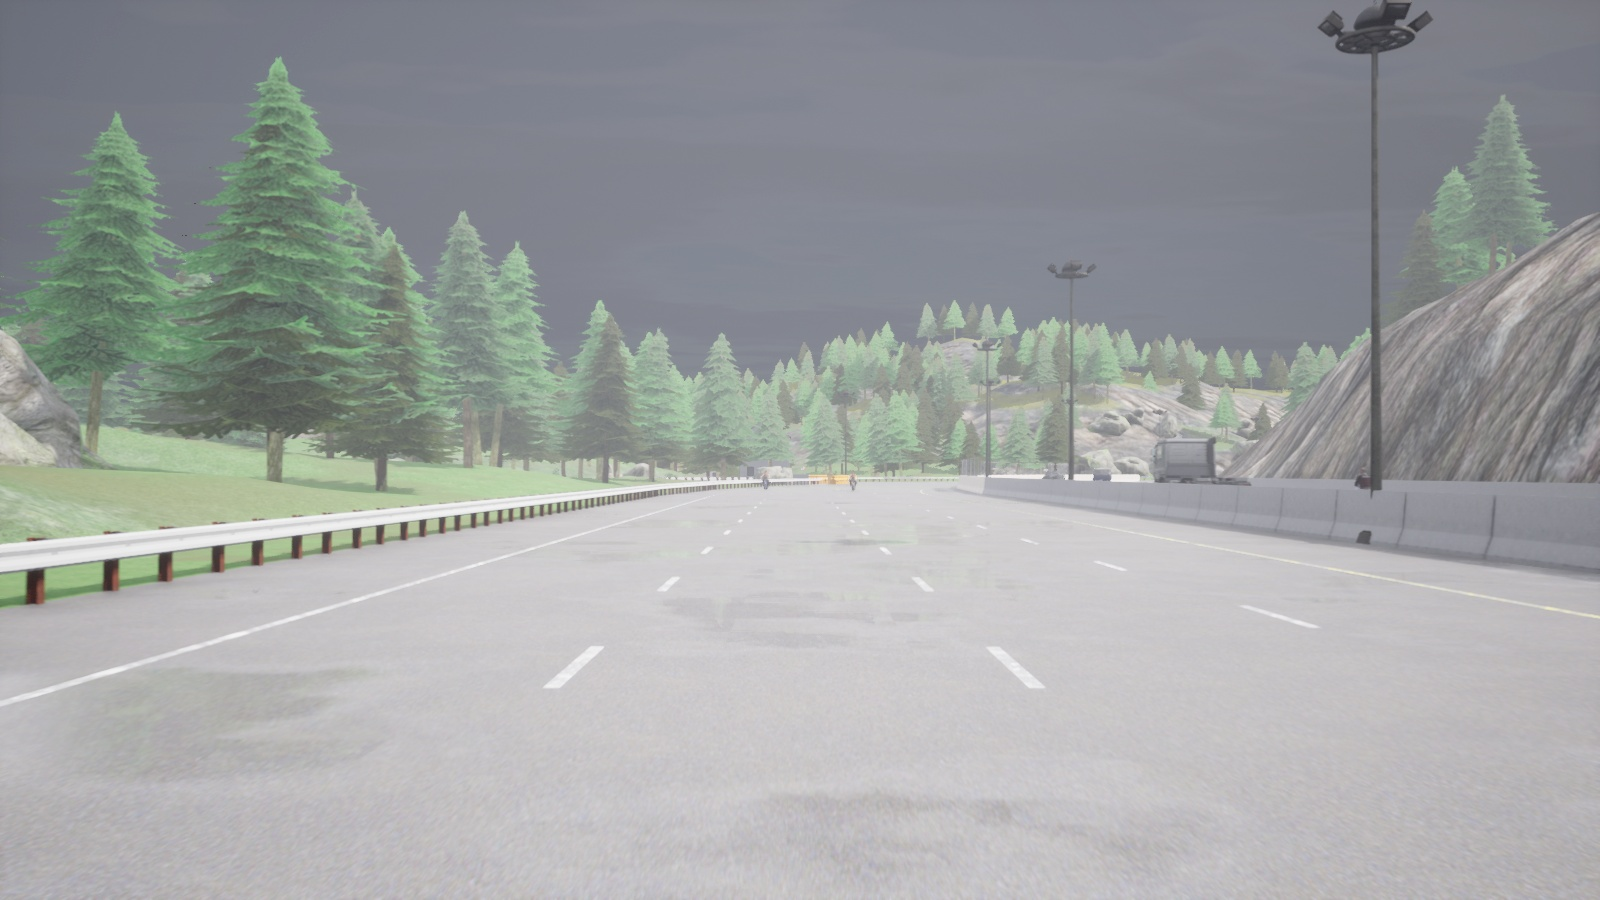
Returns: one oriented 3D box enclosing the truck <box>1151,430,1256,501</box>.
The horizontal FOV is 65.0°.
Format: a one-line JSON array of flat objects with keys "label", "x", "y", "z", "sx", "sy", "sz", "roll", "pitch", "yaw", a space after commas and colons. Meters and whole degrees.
[{"label": "truck", "x": 20.837, "y": 0.844, "z": 65.402, "sx": 2.891, "sy": 3.462, "sz": 7.936, "roll": 0, "pitch": -1, "yaw": 0}]
